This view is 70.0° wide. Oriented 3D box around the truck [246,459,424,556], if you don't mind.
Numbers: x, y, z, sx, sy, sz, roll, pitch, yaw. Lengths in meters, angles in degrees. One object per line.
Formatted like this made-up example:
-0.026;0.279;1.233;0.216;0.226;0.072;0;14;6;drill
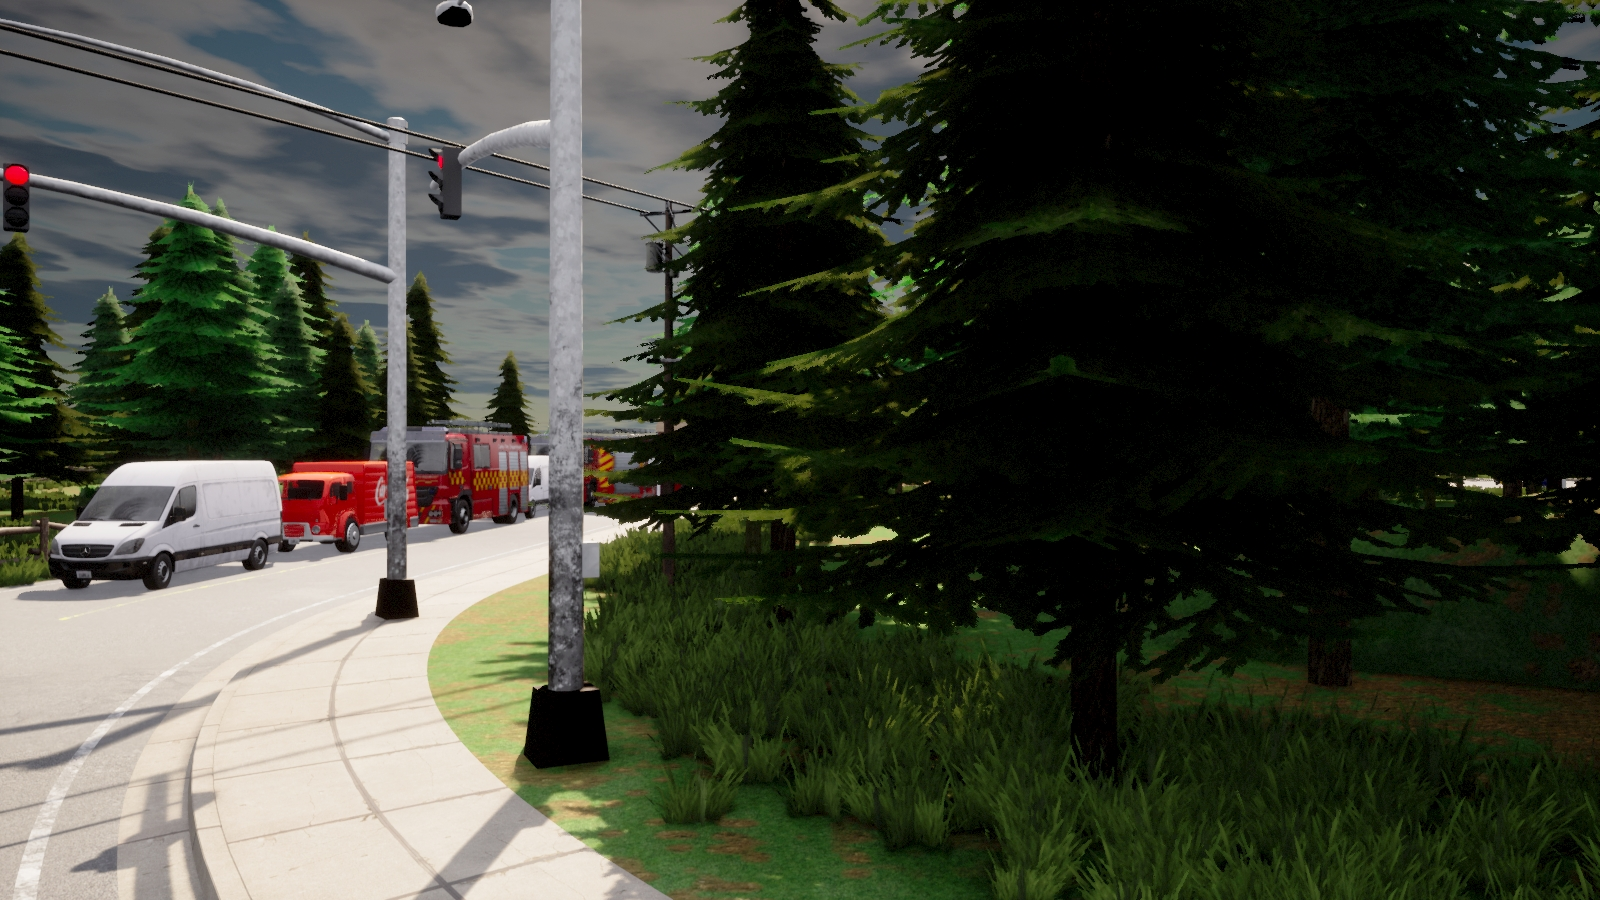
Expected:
-13.132;1.537;32.745;2.627;2.467;5.204;0;0;5;truck

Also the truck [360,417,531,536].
-12.433;0.864;41.046;2.891;3.827;8.468;0;0;5;truck

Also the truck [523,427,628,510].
-11.032;0.857;57.185;2.891;3.827;8.468;0;0;5;truck

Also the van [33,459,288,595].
-13.699;1.508;25.050;1.988;2.561;5.915;0;0;3;van

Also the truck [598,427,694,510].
-7.523;0.857;57.143;2.891;3.827;8.468;0;0;5;truck
